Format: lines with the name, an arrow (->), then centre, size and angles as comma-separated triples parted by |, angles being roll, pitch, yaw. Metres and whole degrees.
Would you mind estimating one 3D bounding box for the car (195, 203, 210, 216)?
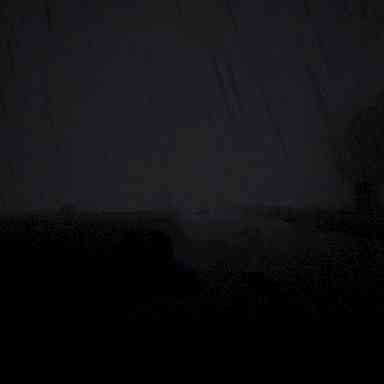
car -> 1.577, 2.845, 50.738 | 1.812, 1.442, 4.674 | -2, -1, -1
